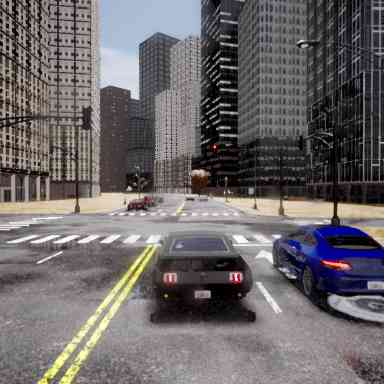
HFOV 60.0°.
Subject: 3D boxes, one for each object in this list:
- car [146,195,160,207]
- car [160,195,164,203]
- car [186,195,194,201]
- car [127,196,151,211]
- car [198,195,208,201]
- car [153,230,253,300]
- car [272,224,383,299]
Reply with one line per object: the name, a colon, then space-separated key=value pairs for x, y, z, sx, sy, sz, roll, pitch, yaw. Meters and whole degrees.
car: x=-6.567 y=1.299 z=50.654 sx=2.097 sy=1.767 sz=4.553 roll=0 pitch=0 yaw=0
car: x=-6.559 y=1.408 z=64.682 sx=2.128 sy=1.511 sz=4.902 roll=0 pitch=0 yaw=0
car: x=-0.502 y=1.469 z=80.504 sx=1.895 sy=1.301 sz=4.718 roll=0 pitch=0 yaw=-4
car: x=-6.573 y=1.530 z=40.405 sx=1.994 sy=1.385 sz=4.181 roll=0 pitch=0 yaw=0
car: x=2.747 y=1.397 z=80.620 sx=1.812 sy=1.442 sz=4.674 roll=0 pitch=0 yaw=-4
car: x=0.104 y=1.598 z=8.347 sx=1.895 sy=1.301 sz=4.718 roll=0 pitch=0 yaw=-3
car: x=3.347 y=1.523 z=8.318 sx=1.812 sy=1.442 sz=4.674 roll=0 pitch=0 yaw=1
